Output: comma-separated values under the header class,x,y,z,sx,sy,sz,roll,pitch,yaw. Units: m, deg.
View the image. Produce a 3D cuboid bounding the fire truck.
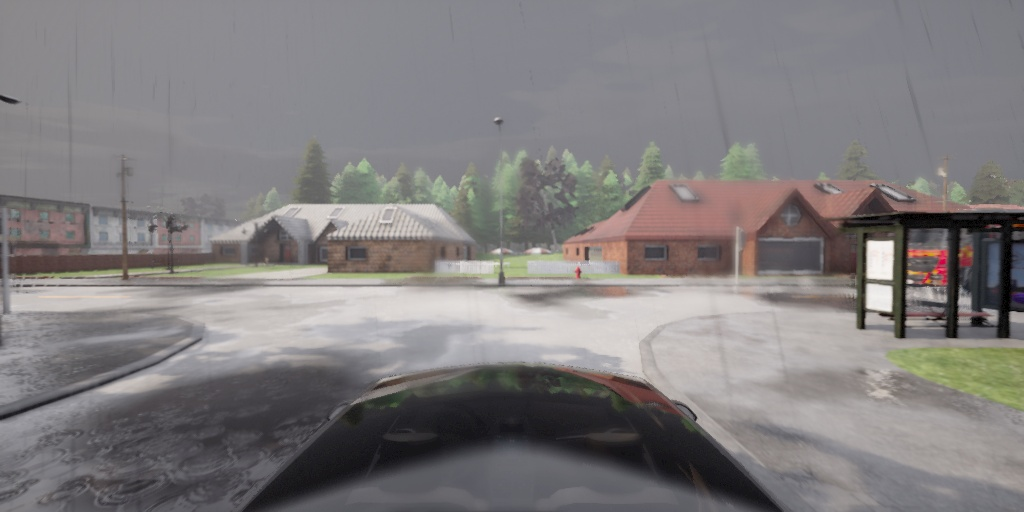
class,x,y,z,sx,sy,sz,roll,pitch,yaw
fire truck,23.172,-0.233,17.054,8.468,3.827,2.891,0,1,0
